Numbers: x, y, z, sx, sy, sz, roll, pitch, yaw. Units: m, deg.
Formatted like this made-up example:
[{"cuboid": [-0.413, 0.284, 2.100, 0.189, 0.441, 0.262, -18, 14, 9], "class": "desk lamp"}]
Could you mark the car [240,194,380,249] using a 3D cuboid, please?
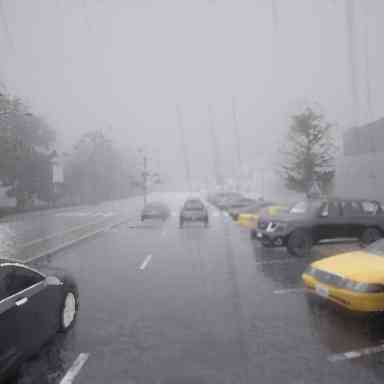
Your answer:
[{"cuboid": [5.067, 1.251, 13.070, 5.566, 2.045, 2.435, 1, 1, -20], "class": "car"}]

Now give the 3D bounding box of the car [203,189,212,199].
[{"cuboid": [5.123, 1.006, 52.025, 5.566, 2.045, 2.435, 1, 1, -20], "class": "car"}]

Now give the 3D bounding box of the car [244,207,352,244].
[{"cuboid": [5.098, 1.529, 16.091, 4.674, 1.452, 2.002, 1, 1, -20], "class": "car"}]

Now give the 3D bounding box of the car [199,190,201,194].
[{"cuboid": [5.022, 0.770, 87.786, 5.366, 1.575, 1.946, 0, 2, -20], "class": "car"}]

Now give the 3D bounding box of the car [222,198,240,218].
[{"cuboid": [5.081, 1.467, 25.087, 4.792, 1.488, 2.163, 1, 1, -20], "class": "car"}]

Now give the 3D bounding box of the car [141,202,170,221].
[{"cuboid": [-2.862, 1.501, 26.672, 1.994, 1.385, 4.181, 0, 0, 0], "class": "car"}]

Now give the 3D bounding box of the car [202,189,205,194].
[{"cuboid": [5.183, 0.965, 58.021, 5.566, 2.045, 2.435, 1, 0, -20], "class": "car"}]

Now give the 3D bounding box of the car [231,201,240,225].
[{"cuboid": [5.270, 1.474, 19.163, 5.366, 1.575, 1.946, 1, 0, -20], "class": "car"}]

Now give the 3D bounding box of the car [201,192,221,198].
[{"cuboid": [5.226, 0.739, 90.848, 4.792, 1.488, 2.163, 0, 1, -20], "class": "car"}]

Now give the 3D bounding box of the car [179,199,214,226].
[{"cuboid": [0.133, 1.429, 22.715, 2.128, 1.511, 4.902, 0, -1, 0], "class": "car"}]

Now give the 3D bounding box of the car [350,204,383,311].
[{"cuboid": [5.105, 1.251, 4.090, 5.566, 2.045, 2.435, 1, 0, -20], "class": "car"}]

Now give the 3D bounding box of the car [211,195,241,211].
[{"cuboid": [5.098, 1.386, 37.093, 4.792, 1.488, 2.163, 1, 1, -20], "class": "car"}]

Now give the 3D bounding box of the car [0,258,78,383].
[{"cuboid": [-2.894, 1.518, 3.910, 1.837, 1.490, 4.892, 0, 0, 0], "class": "car"}]

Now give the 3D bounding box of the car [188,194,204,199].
[{"cuboid": [0.160, 1.344, 41.352, 1.837, 1.490, 4.892, 0, 0, 0], "class": "car"}]

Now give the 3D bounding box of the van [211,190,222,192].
[{"cuboid": [5.248, 1.073, 46.117, 4.442, 1.987, 1.878, 1, 0, -20], "class": "van"}]

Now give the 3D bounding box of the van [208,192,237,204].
[{"cuboid": [5.044, 1.010, 54.978, 4.442, 1.987, 1.878, 1, 1, -20], "class": "van"}]

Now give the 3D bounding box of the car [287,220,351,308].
[{"cuboid": [4.908, 1.501, 7.017, 5.366, 1.575, 1.946, 1, 0, -20], "class": "car"}]

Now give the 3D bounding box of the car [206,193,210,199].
[{"cuboid": [5.134, 1.278, 49.058, 4.892, 1.521, 2.231, 1, 0, -20], "class": "car"}]

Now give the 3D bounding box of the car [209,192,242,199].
[{"cuboid": [5.104, 1.191, 43.083, 4.553, 1.767, 2.185, 1, 0, -20], "class": "car"}]
